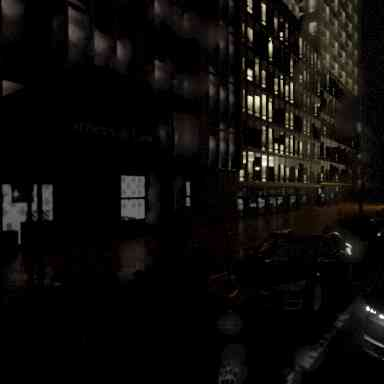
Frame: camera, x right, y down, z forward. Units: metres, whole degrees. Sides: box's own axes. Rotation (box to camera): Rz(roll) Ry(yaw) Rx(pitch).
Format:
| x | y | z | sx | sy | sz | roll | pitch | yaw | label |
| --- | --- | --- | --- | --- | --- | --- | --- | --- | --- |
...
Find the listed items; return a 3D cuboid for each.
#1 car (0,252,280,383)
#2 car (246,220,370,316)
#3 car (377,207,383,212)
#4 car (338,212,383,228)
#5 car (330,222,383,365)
| x | y | z | sx | sy | sz | roll | pitch | yaw | label |
| --- | --- | --- | --- | --- | --- | --- | --- | --- | --- |
| -1.039 | 1.544 | 3.030 | 1.887 | 1.381 | 4.507 | -1 | 0 | 38 | car |
| 2.425 | 1.549 | 7.537 | 2.008 | 1.369 | 4.403 | -1 | 0 | 38 | car |
| 12.818 | 1.544 | 21.055 | 2.008 | 1.369 | 4.403 | -1 | 0 | 38 | car |
| 5.890 | 1.578 | 12.042 | 1.802 | 1.307 | 4.206 | -1 | 0 | 38 | car |
| 4.070 | 1.490 | 5.417 | 2.128 | 1.511 | 4.902 | 0 | 0 | 37 | car |
